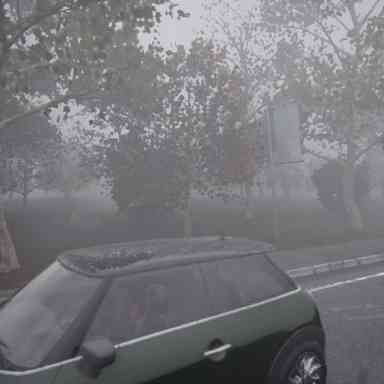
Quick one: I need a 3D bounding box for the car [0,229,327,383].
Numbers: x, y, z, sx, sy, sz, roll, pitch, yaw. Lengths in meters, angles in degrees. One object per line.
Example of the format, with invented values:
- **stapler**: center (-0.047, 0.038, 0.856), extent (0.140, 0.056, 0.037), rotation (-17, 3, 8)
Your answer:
- **car**: center (-0.793, 1.345, 3.221), extent (4.553, 1.767, 2.097), rotation (-1, 0, -34)
